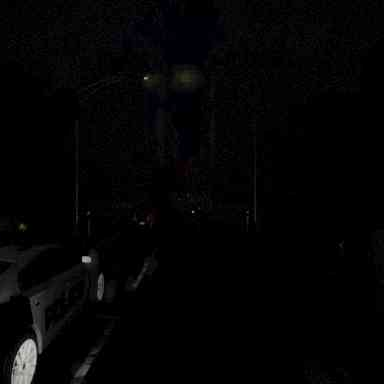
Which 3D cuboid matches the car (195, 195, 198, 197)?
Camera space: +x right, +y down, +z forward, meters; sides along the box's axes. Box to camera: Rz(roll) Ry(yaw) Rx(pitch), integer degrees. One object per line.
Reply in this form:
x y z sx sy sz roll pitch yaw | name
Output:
0.102 1.546 44.538 1.882 1.535 5.008 0 0 0 | car

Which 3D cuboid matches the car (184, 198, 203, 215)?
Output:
0.121 1.644 34.598 1.895 1.301 4.718 0 0 0 | car

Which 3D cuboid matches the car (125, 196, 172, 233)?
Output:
-2.616 1.330 19.952 2.192 1.841 5.009 0 0 0 | car

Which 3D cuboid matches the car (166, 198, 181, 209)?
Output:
-2.596 1.629 48.022 2.008 1.369 4.403 0 0 0 | car

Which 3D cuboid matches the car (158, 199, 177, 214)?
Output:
-2.605 1.573 36.624 1.752 1.417 4.829 0 0 0 | car

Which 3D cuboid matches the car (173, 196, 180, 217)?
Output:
-2.608 1.350 31.180 2.192 1.841 5.009 0 0 0 | car

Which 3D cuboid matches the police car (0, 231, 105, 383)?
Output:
-2.745 1.427 5.151 1.930 1.638 5.238 0 0 0 | police car

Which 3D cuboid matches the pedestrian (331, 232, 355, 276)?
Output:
3.729 1.525 8.155 0.500 1.100 0.500 0 0 0 | pedestrian
